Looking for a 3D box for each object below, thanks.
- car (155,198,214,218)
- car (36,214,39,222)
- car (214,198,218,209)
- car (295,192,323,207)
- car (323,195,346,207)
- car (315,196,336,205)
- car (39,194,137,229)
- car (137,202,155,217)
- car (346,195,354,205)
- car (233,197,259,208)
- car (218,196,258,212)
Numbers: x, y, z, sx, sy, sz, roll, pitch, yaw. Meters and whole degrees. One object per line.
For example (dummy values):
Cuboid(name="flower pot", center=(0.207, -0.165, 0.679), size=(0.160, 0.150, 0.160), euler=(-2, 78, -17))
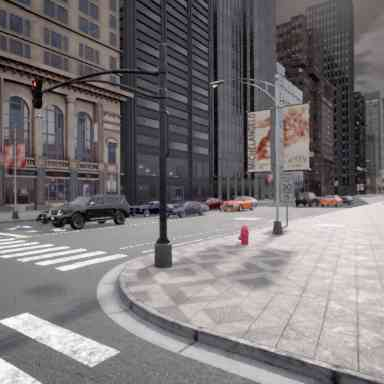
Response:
Cuboid(name="car", center=(-0.558, 1.484, 29.938), size=(2.033, 1.411, 5.357), euler=(-1, 0, 35))
Cuboid(name="car", center=(-8.859, 1.549, 23.876), size=(1.994, 1.385, 4.181), euler=(-1, 0, 35))
Cuboid(name="car", center=(1.929, 1.417, 39.028), size=(1.882, 1.535, 5.008), euler=(-1, 0, 36))
Cuboid(name="car", center=(16.776, 1.081, 48.362), size=(2.150, 2.045, 5.566), euler=(-1, 0, 36))
Cuboid(name="car", center=(19.914, 1.187, 47.162), size=(2.097, 1.767, 4.553), euler=(-1, 0, 36))
Cuboid(name="car", center=(22.869, 1.396, 56.918), size=(2.033, 1.411, 5.357), euler=(-1, 0, 35))
Cuboid(name="car", center=(-6.503, 1.185, 21.587), size=(2.150, 2.045, 5.566), euler=(-1, 0, 35))
Cuboid(name="car", center=(-3.786, 1.564, 31.008), size=(1.895, 1.301, 4.718), euler=(-1, 0, 35))
Cuboid(name="car", center=(25.299, 1.330, 54.727), size=(1.837, 1.490, 4.892), euler=(-1, 0, 35))
Cuboid(name="car", center=(7.700, 1.444, 47.075), size=(1.812, 1.442, 4.674), euler=(-1, 0, 36))
Cuboid(name="car", center=(5.359, 1.264, 38.211), size=(2.097, 1.767, 4.553), euler=(-1, 0, 36))
